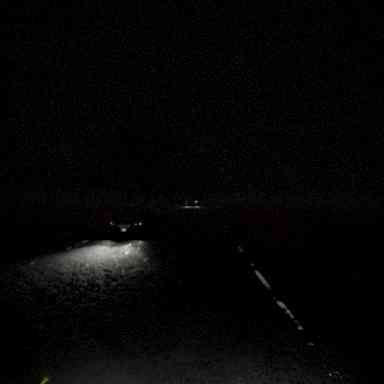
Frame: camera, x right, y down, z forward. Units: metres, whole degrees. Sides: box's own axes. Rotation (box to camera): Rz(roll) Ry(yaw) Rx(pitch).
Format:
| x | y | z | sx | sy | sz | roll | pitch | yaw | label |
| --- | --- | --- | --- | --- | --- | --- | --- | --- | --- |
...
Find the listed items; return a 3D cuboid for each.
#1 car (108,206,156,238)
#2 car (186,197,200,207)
| x | y | z | sx | sy | sz | roll | pitch | yaw | label |
| --- | --- | --- | --- | --- | --- | --- | --- | --- | --- |
| -3.187 | 1.570 | 18.429 | 2.128 | 1.511 | 4.902 | 0 | 0 | 2 | car |
| 0.192 | 1.672 | 59.796 | 2.097 | 1.767 | 4.553 | 0 | 0 | 7 | car |
